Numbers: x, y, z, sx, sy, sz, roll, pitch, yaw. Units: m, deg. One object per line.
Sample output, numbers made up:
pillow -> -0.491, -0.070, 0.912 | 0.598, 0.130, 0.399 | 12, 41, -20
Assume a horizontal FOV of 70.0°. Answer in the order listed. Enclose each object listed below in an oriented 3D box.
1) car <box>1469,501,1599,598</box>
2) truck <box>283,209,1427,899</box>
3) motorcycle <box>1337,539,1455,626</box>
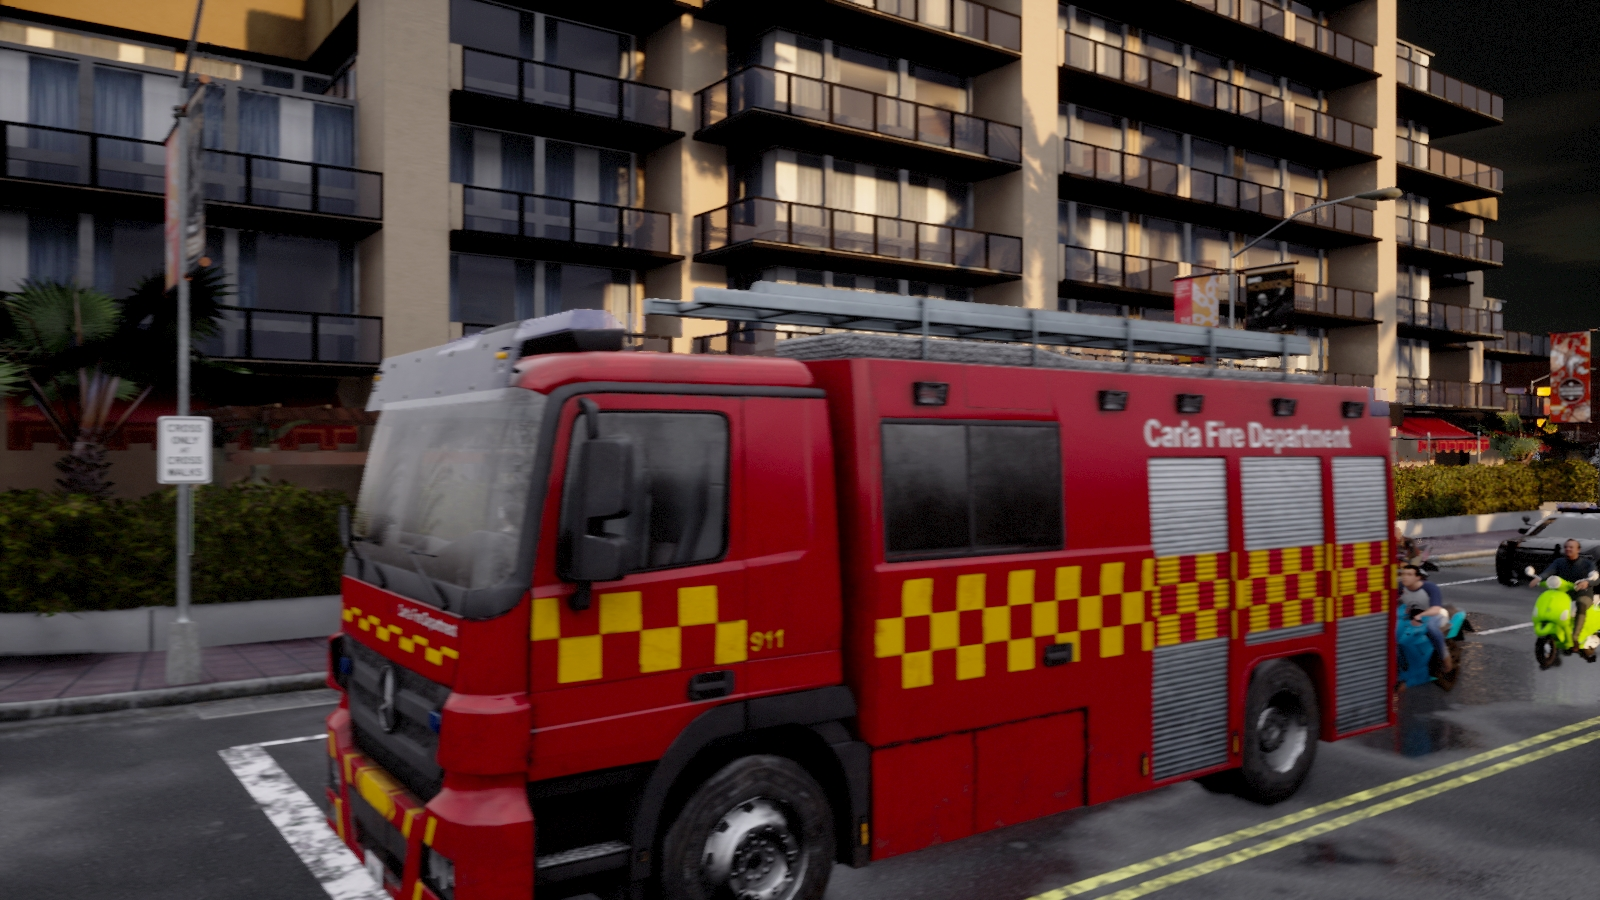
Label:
car -> 16.398, 1.995, 24.010 | 5.238, 1.638, 2.097 | 0, 0, -36
truck -> 1.030, 0.894, 8.468 | 8.468, 3.827, 2.891 | 0, 0, -35
motorcycle -> 10.164, 2.214, 19.450 | 2.209, 1.251, 0.867 | 0, 0, -35
